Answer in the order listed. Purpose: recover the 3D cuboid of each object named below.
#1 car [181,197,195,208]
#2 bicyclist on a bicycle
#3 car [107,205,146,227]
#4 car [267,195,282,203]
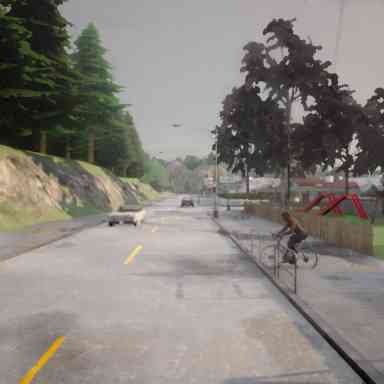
[{"bbox_3d":[-0.684,1.523,49.160,1.812,1.442,4.674,0,0,-2],"label":"car"},{"bbox_3d":[2.716,1.386,9.230,1.656,1.620,0.582,4,0,-2],"label":"bicyclist on a bicycle"},{"bbox_3d":[-4.394,1.600,22.860,1.895,1.301,4.718,0,0,0],"label":"car"},{"bbox_3d":[14.830,1.297,60.211,1.994,1.381,4.181,0,0,-1],"label":"car"}]
